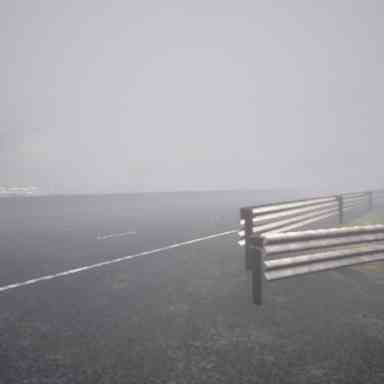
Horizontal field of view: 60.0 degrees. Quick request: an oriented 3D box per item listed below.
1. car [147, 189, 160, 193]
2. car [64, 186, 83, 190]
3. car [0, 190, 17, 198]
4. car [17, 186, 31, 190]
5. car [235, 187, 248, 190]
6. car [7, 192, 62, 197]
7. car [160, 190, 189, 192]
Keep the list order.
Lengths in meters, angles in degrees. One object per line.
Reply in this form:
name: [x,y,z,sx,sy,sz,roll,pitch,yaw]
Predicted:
car: [-5.501,0.395,49.267,1.882,1.535,5.008,0,1,36]
car: [-23.789,-1.049,67.291,1.895,1.301,4.718,-1,3,16]
car: [-17.948,0.861,31.757,2.128,1.511,4.902,0,1,35]
car: [-27.604,-0.209,53.004,1.994,1.385,4.181,-1,3,14]
car: [8.273,-0.071,56.486,1.837,1.490,4.892,0,1,35]
car: [-12.188,0.838,27.780,1.882,1.535,5.008,0,1,35]
car: [-1.421,0.445,42.948,1.882,1.535,5.008,0,1,36]
